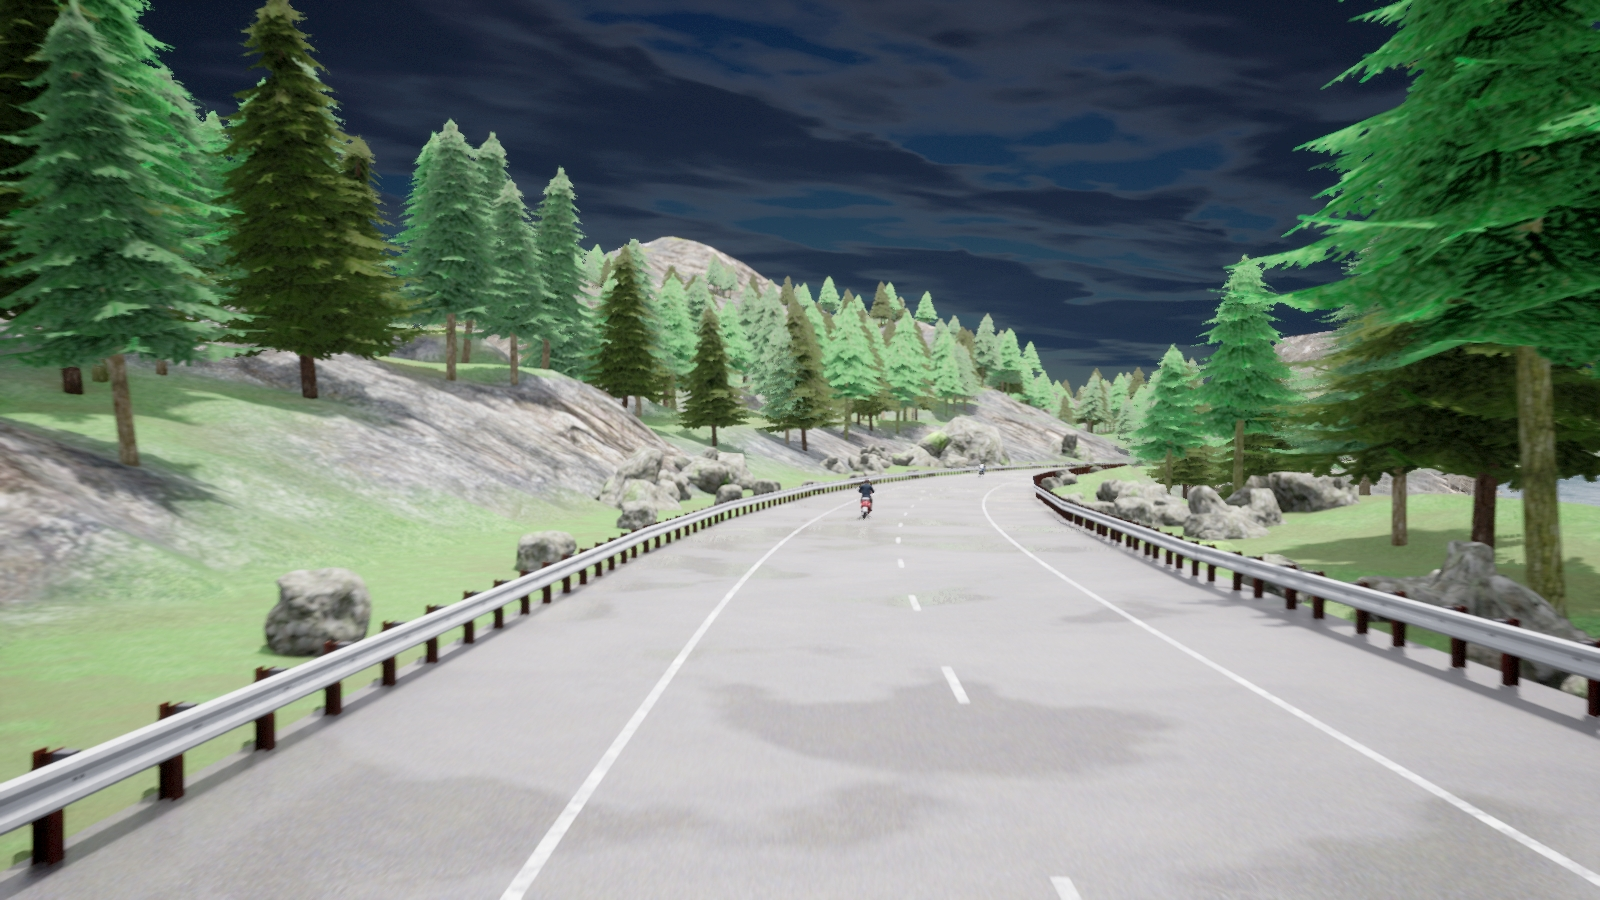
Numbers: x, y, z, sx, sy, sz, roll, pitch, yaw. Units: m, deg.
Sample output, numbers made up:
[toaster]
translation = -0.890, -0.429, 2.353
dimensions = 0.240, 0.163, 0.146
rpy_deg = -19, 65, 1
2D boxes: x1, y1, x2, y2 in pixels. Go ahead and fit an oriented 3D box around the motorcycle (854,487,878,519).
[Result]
[motorcycle]
translation = 2.749, 2.183, 47.492
dimensions = 0.856, 1.236, 1.805
rpy_deg = 1, 0, 8
